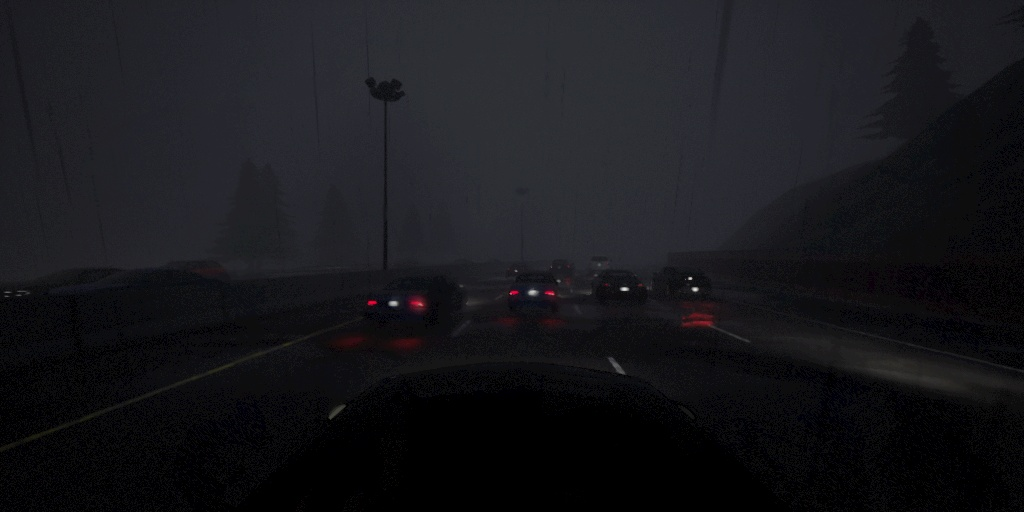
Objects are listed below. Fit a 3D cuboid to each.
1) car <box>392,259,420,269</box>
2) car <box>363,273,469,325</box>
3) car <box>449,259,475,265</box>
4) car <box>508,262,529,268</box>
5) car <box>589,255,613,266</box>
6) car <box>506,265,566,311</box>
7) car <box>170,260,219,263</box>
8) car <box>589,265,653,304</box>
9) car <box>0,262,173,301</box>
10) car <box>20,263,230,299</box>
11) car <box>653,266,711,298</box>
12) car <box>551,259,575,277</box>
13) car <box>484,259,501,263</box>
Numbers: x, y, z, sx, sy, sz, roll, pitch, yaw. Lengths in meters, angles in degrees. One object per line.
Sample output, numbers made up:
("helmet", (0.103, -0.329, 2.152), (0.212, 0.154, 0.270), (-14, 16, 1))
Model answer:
("car", (-15.475, 1.116, 52.574), (1.882, 1.535, 5.008), (0, 0, 19))
("car", (-2.830, 1.276, 11.761), (2.033, 1.411, 5.357), (0, 0, 5))
("car", (-7.673, 1.155, 53.533), (1.837, 1.490, 4.892), (0, 0, 21))
("car", (0.831, 1.264, 33.143), (1.994, 1.385, 4.181), (0, 0, 14))
("car", (9.517, 0.928, 38.462), (2.150, 2.045, 5.566), (0, 0, 17))
("car", (0.961, 1.278, 14.430), (2.033, 1.411, 5.357), (0, 0, 7))
("car", (-19.467, 1.035, 21.219), (2.097, 1.767, 4.553), (0, 0, 8))
("car", (4.771, 1.298, 16.381), (1.994, 1.385, 4.181), (0, 0, 7))
("car", (-16.809, 1.177, 14.095), (1.882, 1.535, 5.008), (0, 0, 6))
("car", (-13.386, 1.185, 13.072), (1.882, 1.535, 5.008), (0, 0, 6))
("car", (8.591, 1.243, 18.535), (1.837, 1.490, 4.892), (0, 0, 8))
("car", (4.974, 1.056, 35.206), (2.097, 1.767, 4.553), (0, 0, 15))
("car", (-2.992, 1.181, 55.961), (1.812, 1.442, 4.674), (0, 0, 22))
